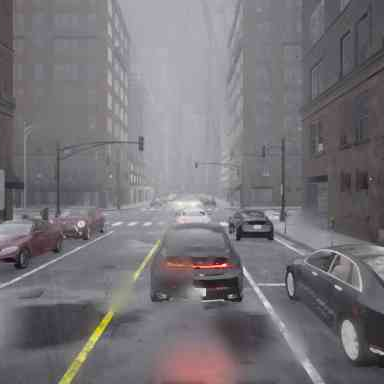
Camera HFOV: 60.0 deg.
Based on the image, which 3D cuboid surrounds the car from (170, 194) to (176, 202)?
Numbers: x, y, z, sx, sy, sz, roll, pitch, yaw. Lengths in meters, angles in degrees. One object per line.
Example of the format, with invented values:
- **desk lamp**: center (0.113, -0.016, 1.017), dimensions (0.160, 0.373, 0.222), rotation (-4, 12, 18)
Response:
- **car**: center (-5.609, 1.625, 80.544), dimensions (1.752, 1.417, 4.829), rotation (0, 0, 0)

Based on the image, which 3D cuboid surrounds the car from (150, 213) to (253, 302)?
- **car**: center (0.096, 1.505, 8.234), dimensions (1.837, 1.490, 4.892), rotation (0, 0, 0)

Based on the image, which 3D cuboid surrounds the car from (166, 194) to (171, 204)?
- **car**: center (-5.633, 1.606, 64.488), dimensions (2.008, 1.369, 4.403), rotation (0, 0, 0)

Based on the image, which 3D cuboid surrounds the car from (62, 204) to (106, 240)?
- **car**: center (-5.675, 1.441, 16.568), dimensions (1.967, 1.590, 4.097), rotation (0, 0, 0)

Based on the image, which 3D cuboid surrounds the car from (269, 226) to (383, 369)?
- **car**: center (2.854, 1.551, 5.568), dimensions (2.008, 1.369, 4.403), rotation (0, 0, 0)

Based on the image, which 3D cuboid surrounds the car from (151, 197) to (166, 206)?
- **car**: center (-5.650, 1.617, 53.671), dimensions (1.802, 1.307, 4.206), rotation (0, 0, 0)

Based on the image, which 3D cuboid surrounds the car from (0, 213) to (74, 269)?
- **car**: center (-5.673, 1.582, 11.067), dimensions (1.802, 1.307, 4.206), rotation (0, 0, 0)

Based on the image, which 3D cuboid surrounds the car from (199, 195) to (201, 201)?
- **car**: center (2.892, 1.606, 64.478), dimensions (2.008, 1.369, 4.403), rotation (0, 0, 0)

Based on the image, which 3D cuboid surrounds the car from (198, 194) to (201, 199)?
- **car**: center (2.908, 1.523, 75.296), dimensions (1.967, 1.590, 4.097), rotation (0, 0, 0)

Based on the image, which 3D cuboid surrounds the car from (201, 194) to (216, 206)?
- **car**: center (2.875, 1.476, 53.660), dimensions (1.967, 1.590, 4.097), rotation (0, 0, 0)

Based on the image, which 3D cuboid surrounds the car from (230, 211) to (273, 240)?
- **car**: center (2.851, 1.566, 16.570), dimensions (1.947, 1.339, 4.313), rotation (0, 0, 0)

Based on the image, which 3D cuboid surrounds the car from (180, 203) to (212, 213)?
- **car**: center (0.078, 1.526, 17.382), dimensions (1.812, 1.442, 4.674), rotation (0, 0, -1)

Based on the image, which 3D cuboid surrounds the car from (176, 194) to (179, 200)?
- **car**: center (-5.593, 1.456, 91.531), dimensions (2.192, 1.841, 5.009), rotation (0, 0, 0)
